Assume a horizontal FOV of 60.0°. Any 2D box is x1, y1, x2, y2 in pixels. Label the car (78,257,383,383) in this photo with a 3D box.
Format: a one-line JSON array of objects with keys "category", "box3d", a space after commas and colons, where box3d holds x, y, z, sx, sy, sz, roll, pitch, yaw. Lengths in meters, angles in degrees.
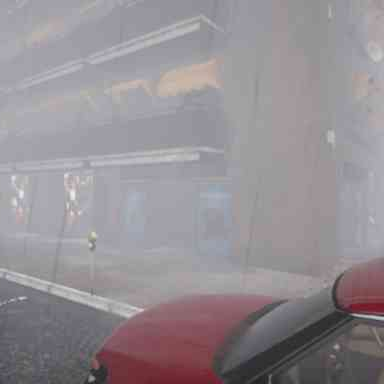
[{"category": "car", "box3d": [1.507, 1.317, 1.801, 5.009, 1.841, 2.192, 0, 0, 36]}]
